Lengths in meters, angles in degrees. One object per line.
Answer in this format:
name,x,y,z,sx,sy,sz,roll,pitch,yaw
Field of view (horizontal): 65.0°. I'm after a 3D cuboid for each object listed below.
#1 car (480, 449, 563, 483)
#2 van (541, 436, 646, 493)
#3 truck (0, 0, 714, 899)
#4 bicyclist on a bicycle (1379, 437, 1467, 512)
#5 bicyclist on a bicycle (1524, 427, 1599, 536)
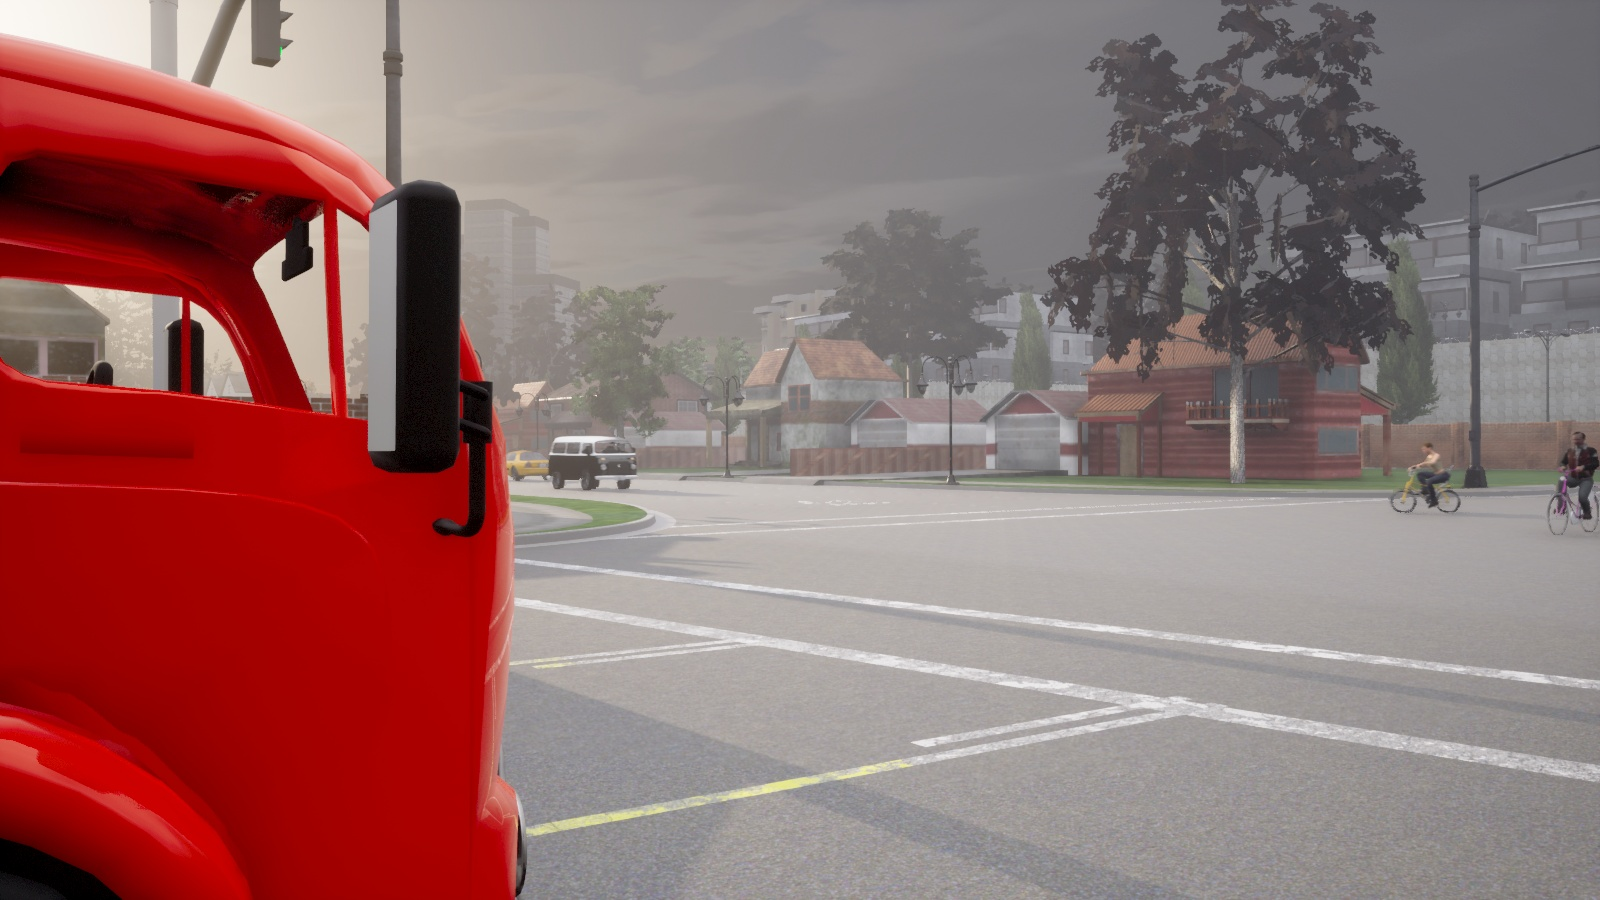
car,-13.576,0.741,60.987,1.801,1.575,5.366,-1,0,-37
van,-7.826,0.510,47.325,2.069,2.038,4.480,-1,0,-36
truck,-3.027,0.263,1.582,5.204,2.467,2.627,0,0,-34
bicyclist on a bicycle,13.825,0.555,27.900,1.509,1.612,0.866,-1,-3,5
bicyclist on a bicycle,13.072,0.515,21.285,1.843,1.776,0.659,0,0,-35
